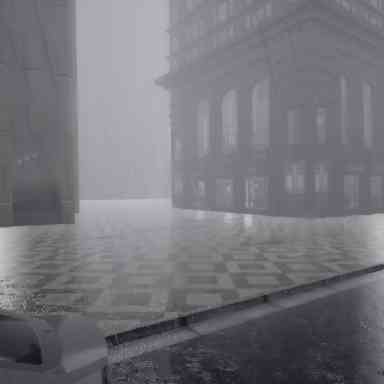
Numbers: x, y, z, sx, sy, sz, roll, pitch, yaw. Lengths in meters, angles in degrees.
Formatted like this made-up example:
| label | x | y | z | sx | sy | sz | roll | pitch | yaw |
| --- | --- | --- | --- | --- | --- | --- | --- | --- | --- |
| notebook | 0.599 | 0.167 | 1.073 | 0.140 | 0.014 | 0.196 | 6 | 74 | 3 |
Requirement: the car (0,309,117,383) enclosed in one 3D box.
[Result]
| label | x | y | z | sx | sy | sz | roll | pitch | yaw |
| --- | --- | --- | --- | --- | --- | --- | --- | --- | --- |
| car | -2.730 | 1.505 | 1.431 | 4.892 | 1.490 | 1.837 | 0 | 0 | -36 |
